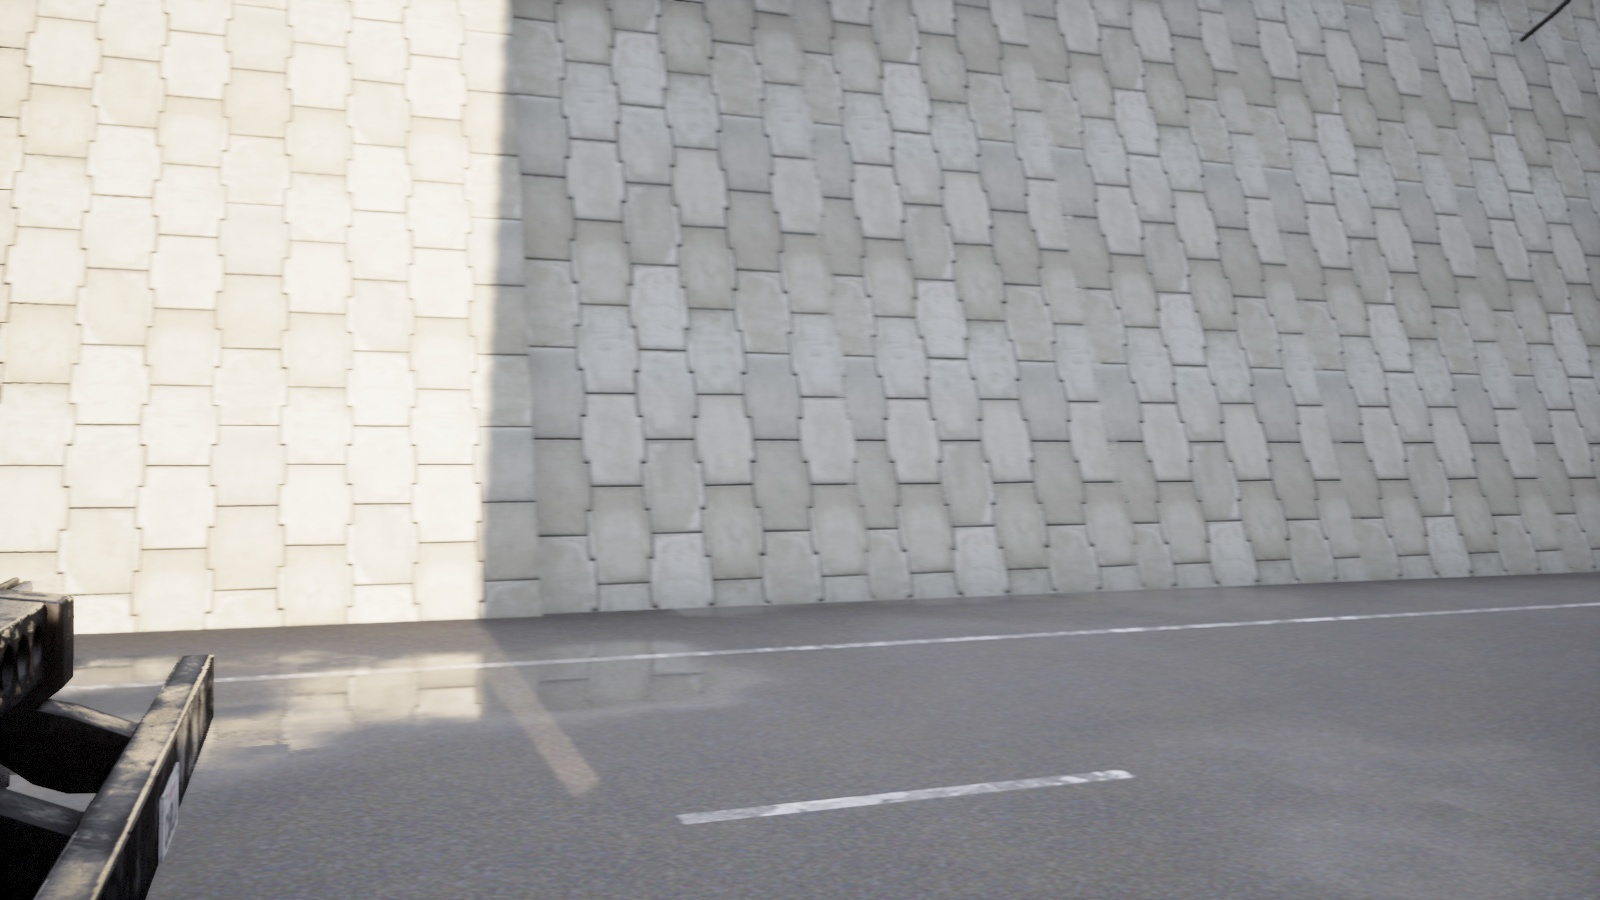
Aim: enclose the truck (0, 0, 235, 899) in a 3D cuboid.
[{"bbox_3d":[-5.057,-0.151,1.307,7.936,3.462,2.891,-1,1,-21],"label":"truck"}]
